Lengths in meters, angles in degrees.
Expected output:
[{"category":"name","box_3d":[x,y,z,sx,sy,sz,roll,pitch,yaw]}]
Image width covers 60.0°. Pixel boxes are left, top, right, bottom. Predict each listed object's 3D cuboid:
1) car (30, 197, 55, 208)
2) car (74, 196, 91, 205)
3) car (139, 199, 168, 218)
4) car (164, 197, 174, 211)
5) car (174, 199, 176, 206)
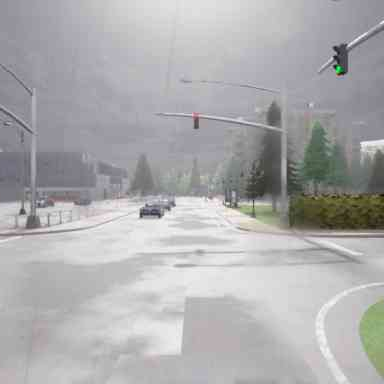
[{"category":"car","box_3d":[-20.481,1.384,45.651,1.970,1.475,3.806,0,0,0]},{"category":"car","box_3d":[-17.424,1.374,53.040,1.845,1.501,3.633,0,0,0]},{"category":"car","box_3d":[-3.581,1.601,30.276,1.895,1.301,4.718,0,0,0]},{"category":"car","box_3d":[-3.568,1.564,40.272,1.994,1.385,4.181,0,0,0]},{"category":"car","box_3d":[-3.520,1.478,50.755,1.882,1.535,5.008,0,0,0]}]
